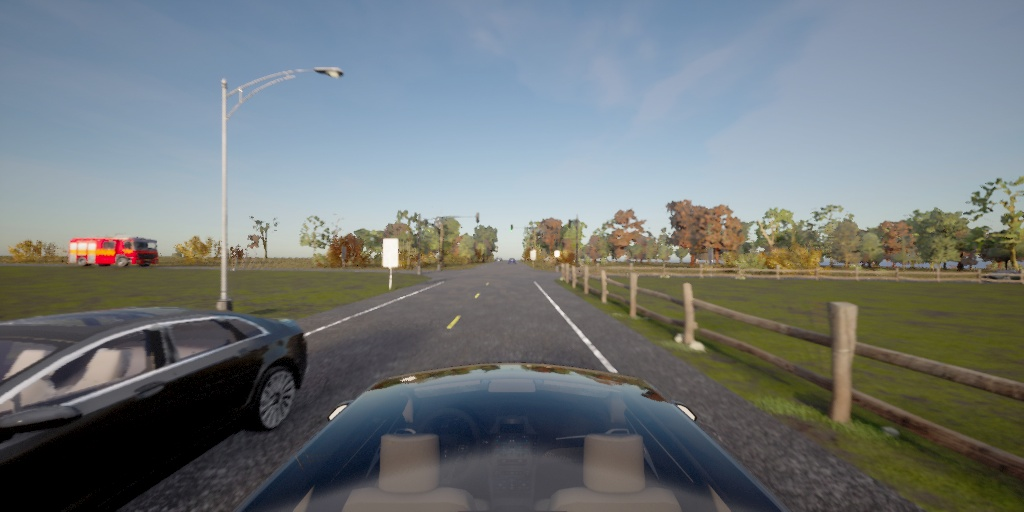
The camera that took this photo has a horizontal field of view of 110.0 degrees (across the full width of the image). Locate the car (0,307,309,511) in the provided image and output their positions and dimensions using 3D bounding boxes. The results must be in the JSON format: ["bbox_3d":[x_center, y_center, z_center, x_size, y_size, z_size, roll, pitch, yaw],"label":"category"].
[{"bbox_3d":[-3.599,1.242,2.740,2.128,1.511,4.902,0,0,0],"label":"car"}]

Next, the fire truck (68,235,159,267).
[{"bbox_3d":[-47.960,-0.603,43.319,8.468,3.827,2.891,1,-1,3],"label":"fire truck"}]
